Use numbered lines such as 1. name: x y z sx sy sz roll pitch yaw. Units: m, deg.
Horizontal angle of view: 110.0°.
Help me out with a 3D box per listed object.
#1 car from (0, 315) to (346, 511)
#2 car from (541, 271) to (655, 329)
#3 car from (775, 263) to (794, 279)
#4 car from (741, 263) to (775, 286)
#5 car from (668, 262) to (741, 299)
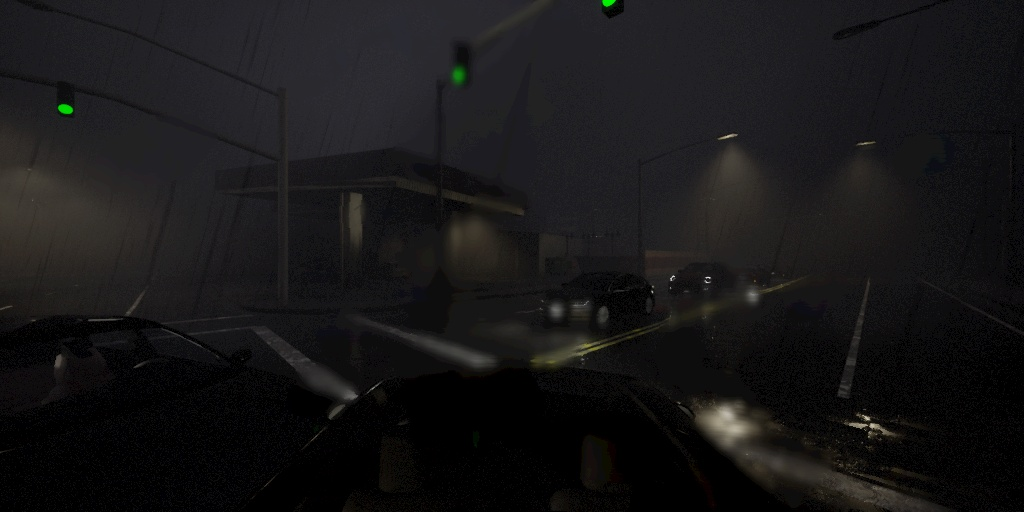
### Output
1. car: -3.410 1.242 2.566 4.902 1.511 2.128 0 0 15
2. car: 2.930 1.254 11.557 1.837 1.490 4.892 0 0 45
3. car: 23.916 1.312 32.280 4.181 1.385 1.994 0 0 -44
4. car: 16.753 1.312 25.256 1.994 1.385 4.181 0 0 44
5. car: 9.797 1.101 18.374 4.553 1.767 2.097 0 0 -45
